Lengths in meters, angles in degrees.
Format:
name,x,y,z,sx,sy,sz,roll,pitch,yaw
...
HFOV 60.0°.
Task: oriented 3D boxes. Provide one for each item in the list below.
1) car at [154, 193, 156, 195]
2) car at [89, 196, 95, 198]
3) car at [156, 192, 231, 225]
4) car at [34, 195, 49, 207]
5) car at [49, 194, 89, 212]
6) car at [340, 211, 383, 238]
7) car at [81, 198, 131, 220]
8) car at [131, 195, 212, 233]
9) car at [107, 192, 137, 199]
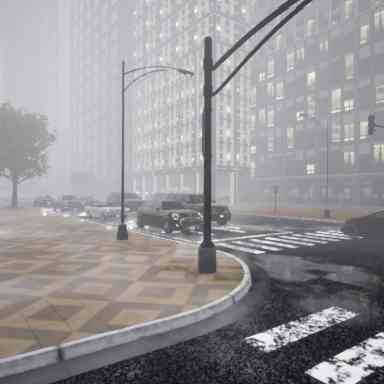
name,x,y,z,sx,sy,sz,roll,pitch,yaw
car,-3.269,0.996,37.938,2.150,2.045,5.566,0,0,-37
car,-12.150,1.184,38.665,2.128,1.511,4.902,0,0,-37
car,0.136,1.085,22.131,2.150,2.045,5.566,0,0,-37
car,-18.548,1.114,41.870,2.128,1.511,4.902,0,0,-36
car,-12.543,1.062,33.741,2.097,1.767,4.553,0,0,-37
car,9.254,1.533,15.648,1.994,1.385,4.181,0,0,-37
car,-6.672,1.393,25.833,1.895,1.301,4.718,0,0,-37
car,-1.304,1.216,18.621,2.097,1.767,4.553,0,0,-37
car,-6.042,1.001,30.446,2.150,2.045,5.566,0,0,-37
